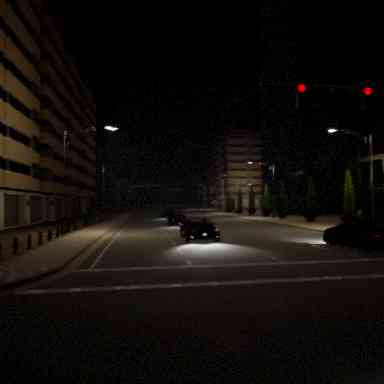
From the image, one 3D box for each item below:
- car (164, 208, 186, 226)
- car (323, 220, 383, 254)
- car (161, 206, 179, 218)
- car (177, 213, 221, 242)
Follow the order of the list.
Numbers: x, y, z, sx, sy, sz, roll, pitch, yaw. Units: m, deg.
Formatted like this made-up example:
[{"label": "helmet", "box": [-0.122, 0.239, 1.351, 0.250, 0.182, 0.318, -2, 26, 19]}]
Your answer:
[{"label": "car", "box": [-1.496, 2.734, 34.680, 2.033, 1.411, 5.357, 0, -2, -7]}, {"label": "car", "box": [8.132, 2.029, 15.975, 1.994, 1.385, 4.181, 0, -2, -9]}, {"label": "car", "box": [-3.722, 3.184, 52.356, 2.097, 1.767, 4.553, 0, -2, -7]}, {"label": "car", "box": [0.433, 2.246, 20.445, 1.994, 1.385, 4.181, 0, -2, -8]}]
